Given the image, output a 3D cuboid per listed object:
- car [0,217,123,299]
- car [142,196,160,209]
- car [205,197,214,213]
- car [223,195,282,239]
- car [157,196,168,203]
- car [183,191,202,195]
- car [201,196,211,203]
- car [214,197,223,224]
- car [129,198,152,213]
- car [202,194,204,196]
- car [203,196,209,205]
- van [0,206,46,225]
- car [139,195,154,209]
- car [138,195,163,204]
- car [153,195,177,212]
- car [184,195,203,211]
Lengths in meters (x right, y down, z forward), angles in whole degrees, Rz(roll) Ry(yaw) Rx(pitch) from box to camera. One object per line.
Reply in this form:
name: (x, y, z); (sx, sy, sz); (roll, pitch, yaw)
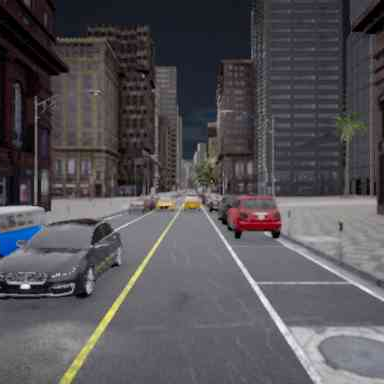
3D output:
car: (-3.076, 1.506, 8.591); (1.837, 1.490, 4.892); (0, 0, 0)
car: (-5.759, 1.433, 46.853); (1.967, 1.590, 4.097); (0, 0, 0)
car: (2.765, 1.567, 37.210); (1.947, 1.339, 4.313); (0, 0, 0)
car: (3.106, 1.221, 17.601); (2.150, 2.045, 5.566); (0, 0, 0)
car: (-5.758, 1.531, 66.182); (1.802, 1.307, 4.206); (0, 0, 0)
car: (0.007, 1.203, 53.871); (2.150, 2.045, 5.566); (0, 0, 0)
car: (2.768, 1.514, 66.177); (1.947, 1.339, 4.313); (0, 0, 0)
car: (3.106, 1.229, 24.601); (2.150, 2.045, 5.566); (0, 0, 0)
car: (-5.761, 1.583, 36.251); (1.802, 1.307, 4.206); (0, 0, 0)
car: (2.767, 1.536, 58.811); (1.947, 1.339, 4.313); (0, 0, 0)
car: (2.766, 1.574, 48.009); (1.802, 1.307, 4.206); (0, 0, 0)
van: (-5.762, 1.341, 9.747); (1.690, 1.788, 3.998); (0, 0, 0)
car: (-5.760, 1.314, 41.552); (2.192, 1.841, 5.009); (0, 0, 0)
car: (-7.496, 1.355, 60.258); (4.403, 1.369, 2.008); (-1, 1, -9)
car: (-3.088, 1.478, 39.197); (1.882, 1.535, 5.008); (0, 0, 0)
car: (0.051, 1.478, 40.433); (1.882, 1.535, 5.008); (0, -1, 0)
